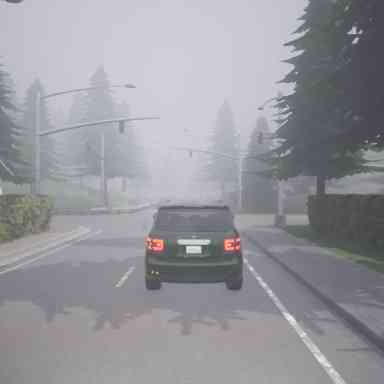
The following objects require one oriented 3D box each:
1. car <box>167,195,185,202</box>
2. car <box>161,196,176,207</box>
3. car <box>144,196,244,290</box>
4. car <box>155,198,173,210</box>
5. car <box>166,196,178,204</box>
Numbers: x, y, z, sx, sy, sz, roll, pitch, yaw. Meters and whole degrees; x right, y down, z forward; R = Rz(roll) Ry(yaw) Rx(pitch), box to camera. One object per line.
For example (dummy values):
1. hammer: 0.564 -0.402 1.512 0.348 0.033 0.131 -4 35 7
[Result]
1. car: -3.625 1.524 74.147 1.812 1.442 4.674 0 0 -35
2. car: -3.657 1.491 52.407 2.128 1.511 4.902 0 0 0
3. car: 0.052 1.221 9.197 2.150 2.045 5.566 0 0 0
4. car: -3.643 1.564 43.591 1.994 1.385 4.181 0 0 0
5. car: -3.828 1.491 62.490 2.128 1.511 4.902 0 0 -4
